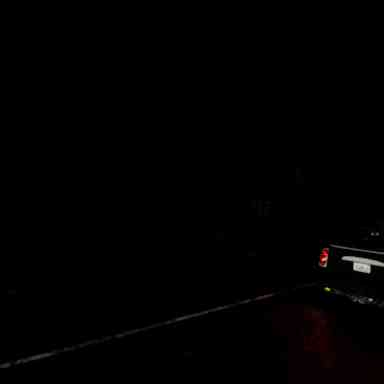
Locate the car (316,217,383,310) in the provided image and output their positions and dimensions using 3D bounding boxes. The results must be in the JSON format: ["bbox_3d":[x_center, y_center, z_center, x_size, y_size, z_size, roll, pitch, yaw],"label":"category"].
[{"bbox_3d":[4.737,1.348,7.122,4.553,1.767,2.097,0,0,-35],"label":"car"}]
